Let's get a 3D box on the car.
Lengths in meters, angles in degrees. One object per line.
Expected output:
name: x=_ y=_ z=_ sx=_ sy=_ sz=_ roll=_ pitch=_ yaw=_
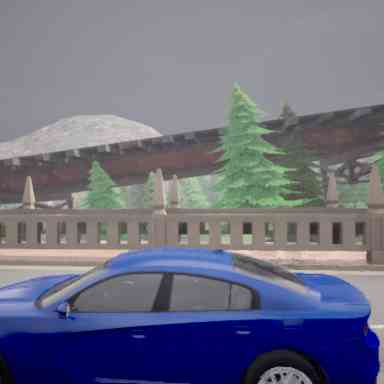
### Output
car: x=-0.494 y=1.467 z=4.112 sx=5.008 sy=1.535 sz=1.882 roll=0 pitch=0 yaw=5
